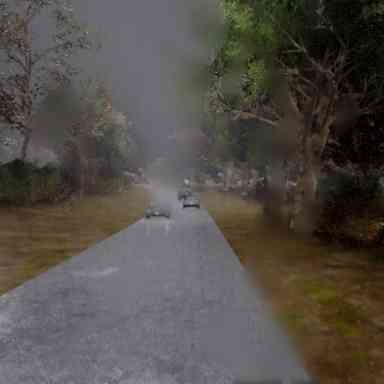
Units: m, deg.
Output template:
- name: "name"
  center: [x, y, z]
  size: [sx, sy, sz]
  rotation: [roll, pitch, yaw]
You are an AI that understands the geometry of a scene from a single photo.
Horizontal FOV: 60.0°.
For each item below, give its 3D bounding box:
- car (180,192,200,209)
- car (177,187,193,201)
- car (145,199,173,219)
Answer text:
- name: "car"
  center: [-0.115, 1.105, 38.295]
  size: [1.994, 1.385, 4.181]
  rotation: [0, 2, -1]
- name: "car"
  center: [-1.026, 0.238, 50.477]
  size: [2.150, 2.045, 5.566]
  rotation: [-1, 3, -6]
- name: "car"
  center: [-2.605, 1.326, 26.952]
  size: [1.837, 1.490, 4.892]
  rotation: [0, 1, 0]
